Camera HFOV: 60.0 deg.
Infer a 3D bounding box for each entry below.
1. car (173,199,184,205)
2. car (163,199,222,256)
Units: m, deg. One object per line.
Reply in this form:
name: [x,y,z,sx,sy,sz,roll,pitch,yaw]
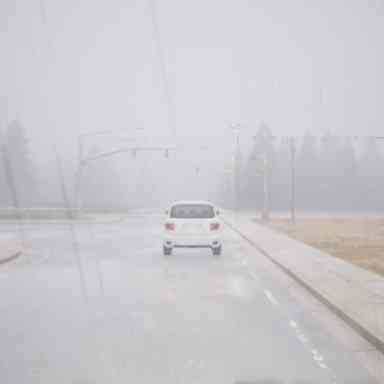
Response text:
car: [-3.232,2.386,80.406,2.128,1.511,4.902,0,-1,1]
car: [0.011,1.369,14.012,2.150,2.045,5.566,0,0,0]
